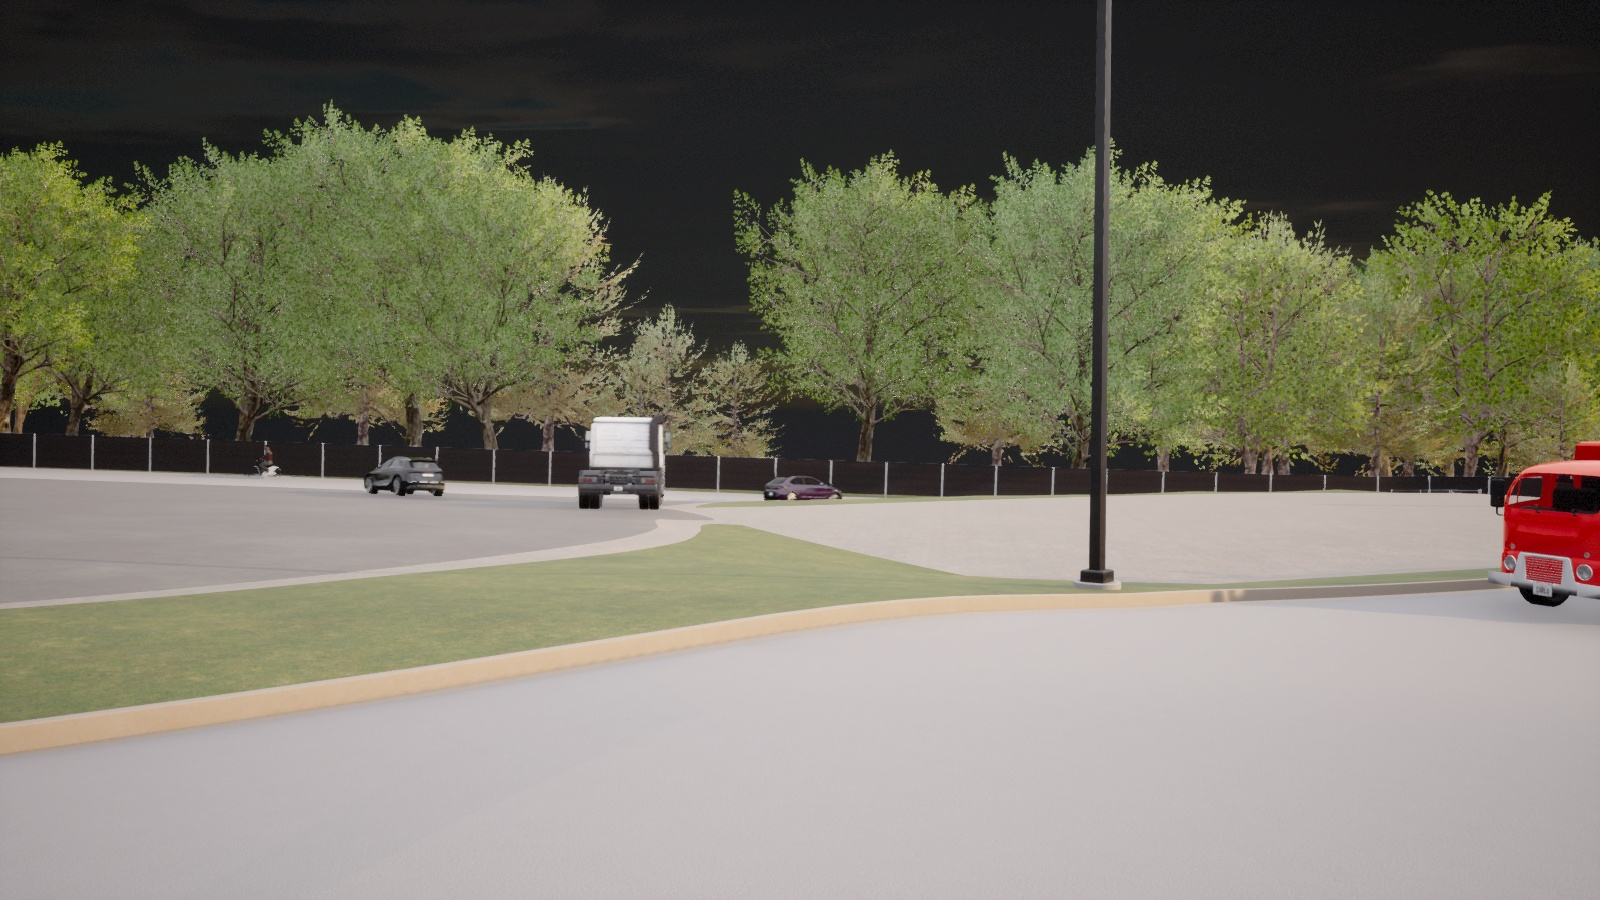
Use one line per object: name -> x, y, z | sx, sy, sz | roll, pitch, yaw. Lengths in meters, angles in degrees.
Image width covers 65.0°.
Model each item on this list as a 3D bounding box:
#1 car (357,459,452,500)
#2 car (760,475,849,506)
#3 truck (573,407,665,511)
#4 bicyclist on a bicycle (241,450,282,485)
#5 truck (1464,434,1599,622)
car -> -16.698, 1.222, 52.899 | 2.033, 1.649, 4.856 | 2, -2, -41
car -> 0.260, 2.022, 62.801 | 4.193, 1.474, 1.816 | 2, -1, -38
truck -> -6.470, 0.397, 46.043 | 2.891, 3.462, 7.936 | 1, -1, -5
bicyclist on a bicycle -> -28.549, 0.927, 66.573 | 1.843, 1.776, 0.659 | 2, 2, 0
truck -> 12.799, 1.018, 18.329 | 5.204, 2.467, 2.627 | 0, 2, -20
